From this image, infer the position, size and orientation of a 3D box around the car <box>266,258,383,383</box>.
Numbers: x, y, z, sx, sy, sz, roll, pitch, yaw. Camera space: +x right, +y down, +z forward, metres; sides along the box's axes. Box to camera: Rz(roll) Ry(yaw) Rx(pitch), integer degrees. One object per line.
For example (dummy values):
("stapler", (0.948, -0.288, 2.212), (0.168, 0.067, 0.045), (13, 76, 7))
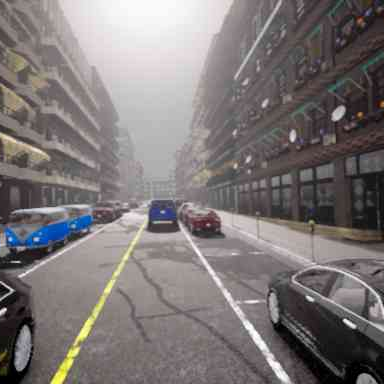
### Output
("car", (2.295, 1.549, 4.309), (2.008, 1.369, 4.403), (0, -1, -5))

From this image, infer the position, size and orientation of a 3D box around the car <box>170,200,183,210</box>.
("car", (-2.523, 2.071, 53.852), (1.967, 1.590, 4.097), (0, -1, -5))

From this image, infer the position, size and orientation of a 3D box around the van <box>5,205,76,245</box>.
("van", (-6.615, 1.611, 14.622), (1.690, 1.788, 3.998), (0, -1, -5))

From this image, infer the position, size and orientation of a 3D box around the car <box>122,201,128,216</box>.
("car", (-8.741, 1.864, 36.641), (2.192, 1.841, 5.009), (0, -1, -5))

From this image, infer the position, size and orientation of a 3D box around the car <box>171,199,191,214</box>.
("car", (-1.459, 1.794, 42.843), (2.192, 1.841, 5.009), (0, -1, -5))

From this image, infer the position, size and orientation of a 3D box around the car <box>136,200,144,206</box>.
("car", (-13.526, 2.857, 86.179), (1.802, 1.307, 4.206), (0, -1, -5))

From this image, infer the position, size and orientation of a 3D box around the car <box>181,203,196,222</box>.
("car", (0.169, 1.808, 26.327), (1.887, 1.381, 4.507), (0, -1, -5))

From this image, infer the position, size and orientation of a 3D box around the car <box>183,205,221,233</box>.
("car", (0.700, 1.738, 20.824), (1.887, 1.381, 4.507), (0, -1, -5))

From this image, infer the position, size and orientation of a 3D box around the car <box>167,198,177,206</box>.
("car", (-4.649, 2.272, 75.874), (2.192, 1.841, 5.009), (0, -1, -5))

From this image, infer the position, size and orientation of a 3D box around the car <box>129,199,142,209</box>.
("car", (-11.399, 2.248, 64.163), (2.192, 1.841, 5.009), (0, -1, -5))

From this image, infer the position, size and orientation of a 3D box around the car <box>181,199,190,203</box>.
("car", (-0.355, 1.774, 31.835), (1.967, 1.590, 4.097), (0, -1, -5))

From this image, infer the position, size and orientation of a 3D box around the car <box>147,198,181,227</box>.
("car", (-2.272, 1.524, 25.664), (2.150, 2.045, 5.566), (-1, -1, -5))

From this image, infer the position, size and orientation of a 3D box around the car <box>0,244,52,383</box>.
("car", (-2.915, 1.589, 2.768), (1.837, 1.490, 4.892), (-1, -1, -5))

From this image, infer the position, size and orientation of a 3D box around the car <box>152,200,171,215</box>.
("car", (-3.760, 1.853, 41.020), (2.097, 1.767, 4.553), (-1, -1, -5))

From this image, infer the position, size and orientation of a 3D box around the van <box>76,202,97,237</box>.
("van", (-7.147, 1.679, 20.128), (1.690, 1.788, 3.998), (0, -1, -5))

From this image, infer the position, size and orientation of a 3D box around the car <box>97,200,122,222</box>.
("car", (-8.210, 1.793, 31.137), (2.192, 1.841, 5.009), (0, -1, -5))

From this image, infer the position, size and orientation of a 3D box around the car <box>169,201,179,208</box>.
("car", (-3.586, 2.371, 64.860), (1.802, 1.307, 4.206), (0, -1, -5))

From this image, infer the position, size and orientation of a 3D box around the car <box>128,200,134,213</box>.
("car", (-9.806, 2.263, 47.648), (1.947, 1.339, 4.313), (0, -1, -5))
